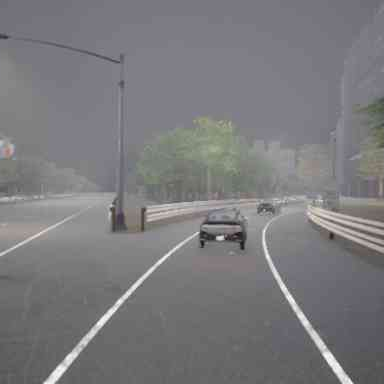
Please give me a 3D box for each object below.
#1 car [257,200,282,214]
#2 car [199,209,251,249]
[{"bbox_3d":[8.323,1.587,35.629,1.837,1.490,4.892,0,-1,25],"label":"car"},{"bbox_3d":[1.512,1.502,14.738,2.128,1.511,4.902,0,0,11],"label":"car"}]
